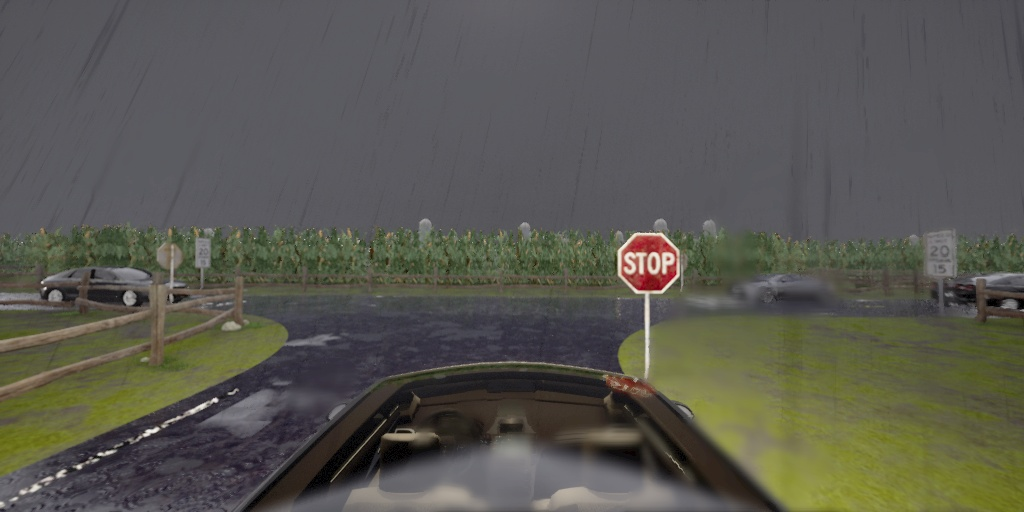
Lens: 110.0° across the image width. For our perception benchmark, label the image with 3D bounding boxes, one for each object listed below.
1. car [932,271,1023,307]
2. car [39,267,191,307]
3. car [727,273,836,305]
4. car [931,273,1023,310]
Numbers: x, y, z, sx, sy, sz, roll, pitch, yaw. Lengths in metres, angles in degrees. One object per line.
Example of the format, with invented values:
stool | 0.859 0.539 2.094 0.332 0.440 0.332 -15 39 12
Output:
car | 23.604 1.533 16.967 4.902 1.511 2.128 0 -1 0
car | -15.532 1.183 14.178 4.892 1.490 1.837 0 -1 2
car | 12.661 1.516 17.024 4.181 1.385 1.994 1 -1 0
car | 19.709 1.425 14.073 5.008 1.535 1.882 0 -1 1
